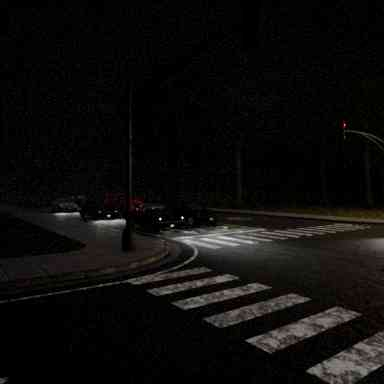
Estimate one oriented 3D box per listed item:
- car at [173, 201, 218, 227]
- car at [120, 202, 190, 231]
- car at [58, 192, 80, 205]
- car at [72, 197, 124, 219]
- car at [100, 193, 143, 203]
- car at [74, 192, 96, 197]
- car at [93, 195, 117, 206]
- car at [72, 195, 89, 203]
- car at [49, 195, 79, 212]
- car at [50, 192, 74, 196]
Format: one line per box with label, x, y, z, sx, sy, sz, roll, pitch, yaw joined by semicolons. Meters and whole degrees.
car;-0.220;1.410;22.804;1.882;1.535;5.008;0;0;-35
car;-2.372;1.542;20.230;1.895;1.301;4.718;0;0;-36
car;-21.414;1.038;57.734;2.150;2.045;5.566;0;0;-36
car;-8.031;1.454;28.044;2.033;1.411;5.357;0;0;-36
car;-6.454;1.116;31.401;2.150;2.045;5.566;0;0;-36
car;-15.604;1.186;49.812;2.097;1.767;4.553;0;0;-35
car;-13.960;1.317;53.170;2.128;1.511;4.902;0;0;-36
car;-21.132;1.330;63.039;1.812;1.442;4.674;0;0;-36
car;-14.065;1.401;36.375;1.812;1.442;4.674;0;0;-36
car;-19.996;1.061;50.230;2.150;2.045;5.566;0;0;-36
